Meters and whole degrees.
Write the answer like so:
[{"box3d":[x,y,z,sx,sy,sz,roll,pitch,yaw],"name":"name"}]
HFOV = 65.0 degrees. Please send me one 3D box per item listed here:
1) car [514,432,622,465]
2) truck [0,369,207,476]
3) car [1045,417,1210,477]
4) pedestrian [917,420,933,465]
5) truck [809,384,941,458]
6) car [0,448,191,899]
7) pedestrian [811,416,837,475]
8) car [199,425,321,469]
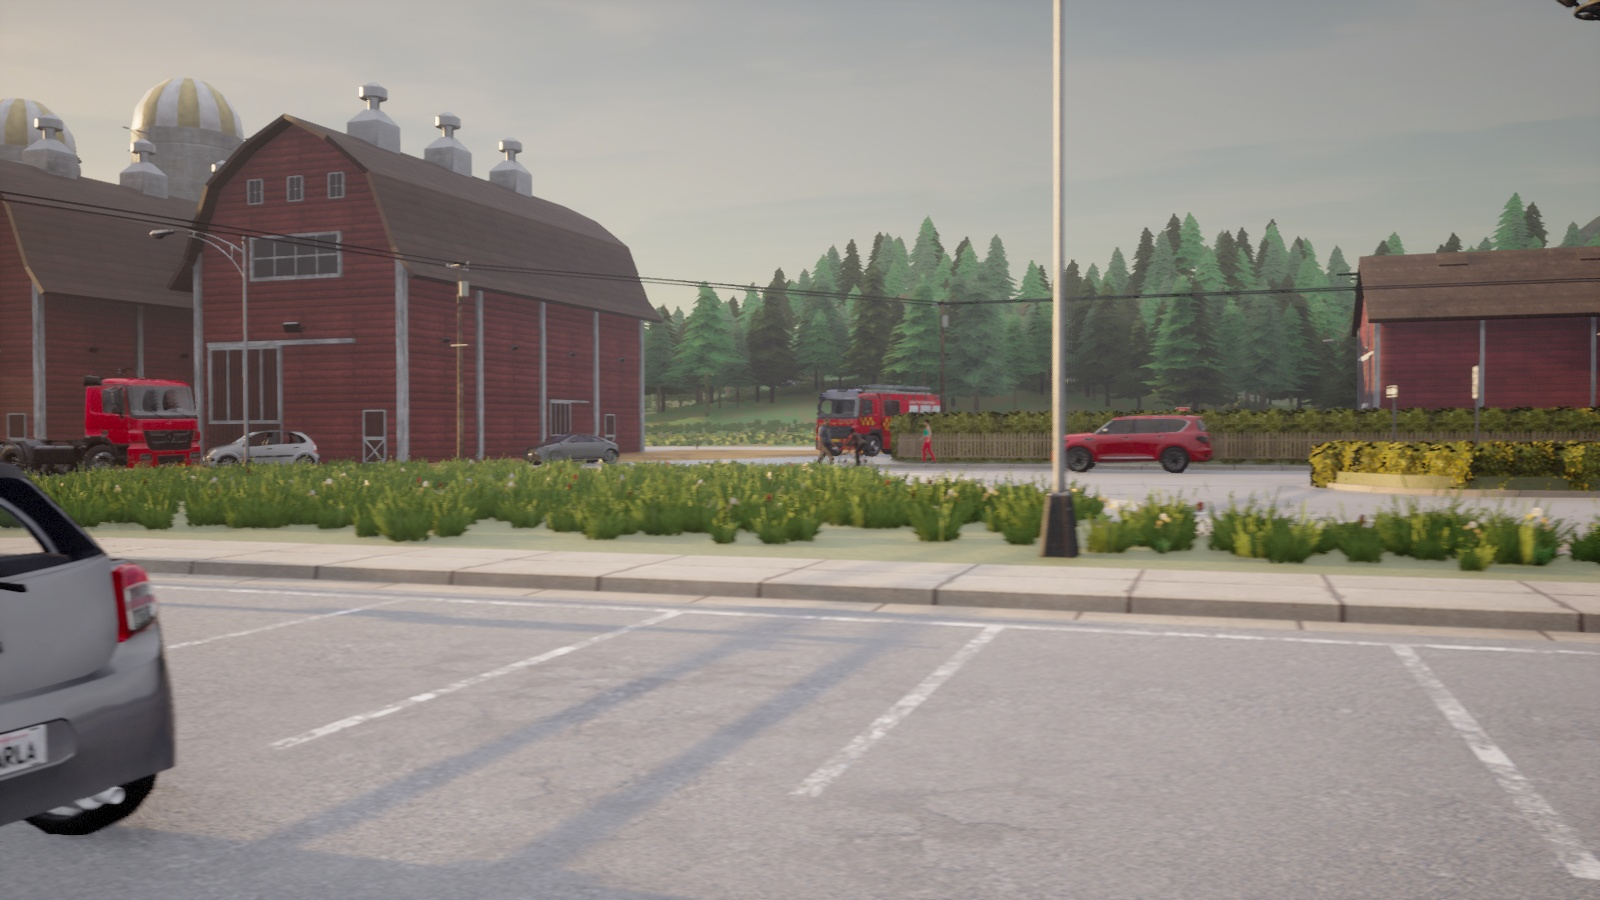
[{"box3d":[-10.063,-0.100,54.635,4.181,1.385,1.994,-1,1,-39],"name":"car"},{"box3d":[-24.770,-0.954,43.283,7.936,3.462,2.891,0,1,18],"name":"truck"},{"box3d":[11.783,-0.133,45.116,5.566,2.045,2.150,1,1,19],"name":"car"},{"box3d":[5.116,-0.320,51.291,0.594,1.836,0.345,0,1,14],"name":"pedestrian"},{"box3d":[4.232,-1.572,68.712,2.891,3.827,8.468,1,1,38],"name":"truck"},{"box3d":[-4.436,0.749,4.686,3.633,1.501,1.845,1,1,19],"name":"car"},{"box3d":[0.748,-0.147,39.440,0.694,1.848,0.540,1,1,18],"name":"pedestrian"},{"box3d":[-20.359,-0.141,47.368,3.988,1.617,1.851,-1,1,-32],"name":"car"}]
